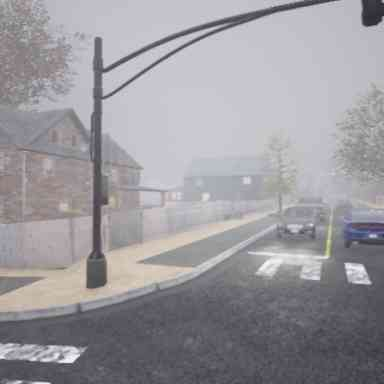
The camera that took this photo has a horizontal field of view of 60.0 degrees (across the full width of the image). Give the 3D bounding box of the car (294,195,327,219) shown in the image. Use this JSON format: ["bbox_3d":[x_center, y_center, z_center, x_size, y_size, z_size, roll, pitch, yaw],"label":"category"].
[{"bbox_3d":[9.640,1.295,26.886,2.150,2.045,5.566,-1,0,23],"label":"car"}]

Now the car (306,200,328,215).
[{"bbox_3d":[13.846,1.645,36.702,2.033,1.411,5.357,-1,0,24],"label":"car"}]

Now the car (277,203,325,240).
[{"bbox_3d":[5.711,1.541,17.666,2.128,1.511,4.902,-1,0,23],"label":"car"}]

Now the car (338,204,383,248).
[{"bbox_3d":[7.656,1.489,14.607,1.882,1.535,5.008,-1,0,23],"label":"car"}]

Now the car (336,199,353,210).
[{"bbox_3d":[20.055,1.632,43.774,2.033,1.411,5.357,-1,0,23],"label":"car"}]
